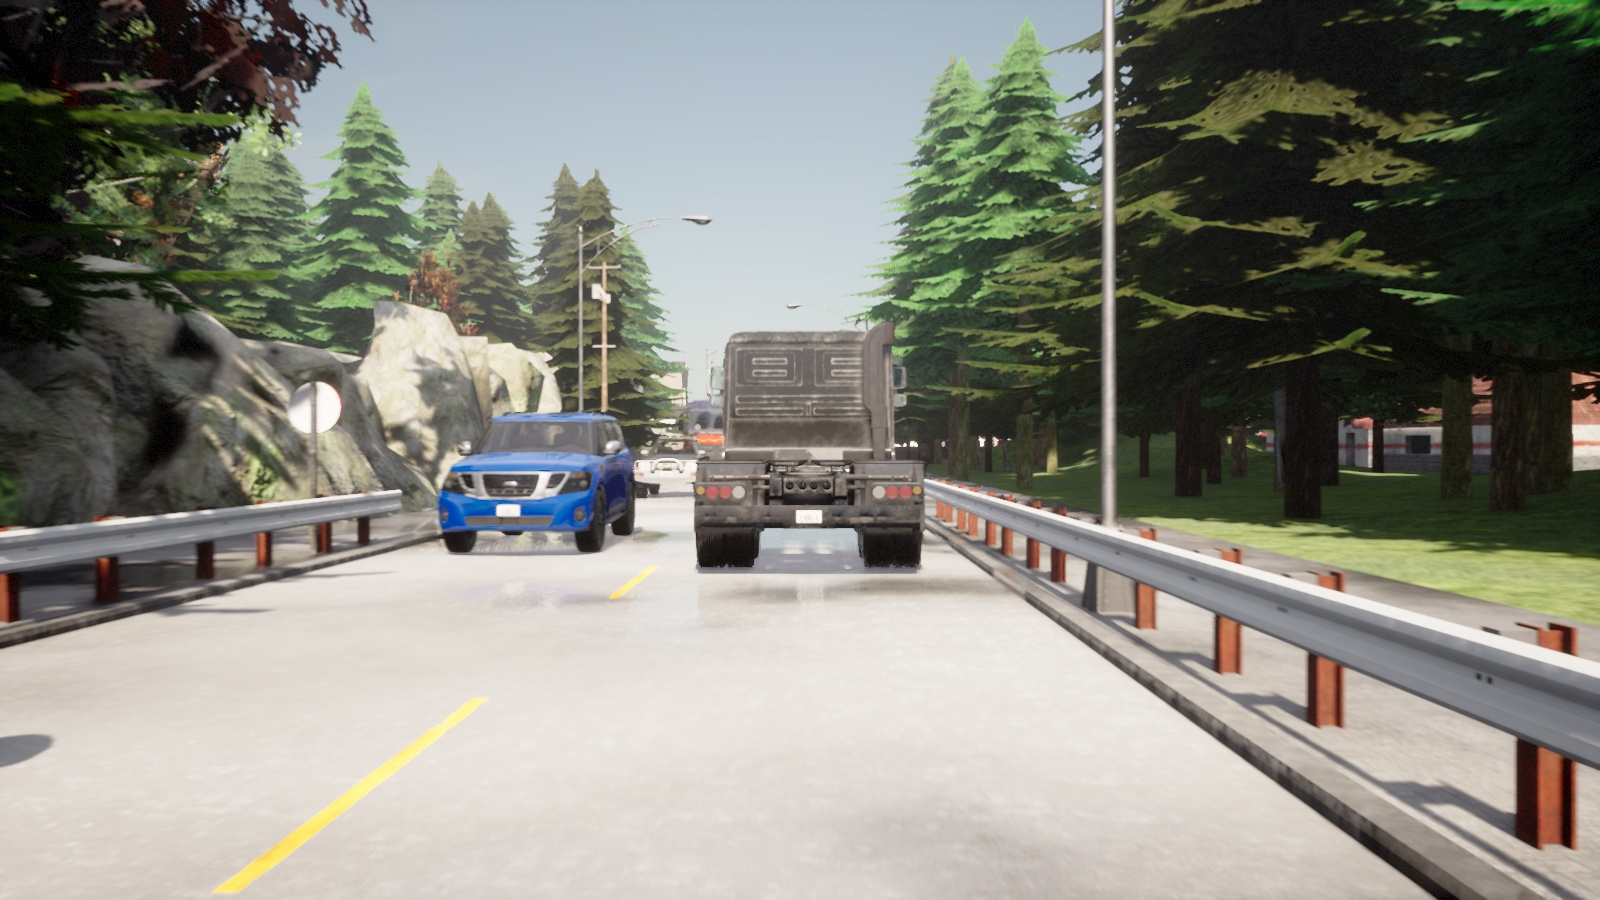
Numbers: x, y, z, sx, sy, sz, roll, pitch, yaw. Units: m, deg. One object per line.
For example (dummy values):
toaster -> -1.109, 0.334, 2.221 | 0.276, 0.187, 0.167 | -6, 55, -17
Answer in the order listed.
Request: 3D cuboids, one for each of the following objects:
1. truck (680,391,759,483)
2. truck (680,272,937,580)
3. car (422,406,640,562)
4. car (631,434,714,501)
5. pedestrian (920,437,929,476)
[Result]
truck -> -3.499, -0.572, 56.615 | 2.891, 3.827, 8.468 | 0, 0, 1
truck -> 0.124, -0.283, 18.089 | 2.891, 3.462, 7.936 | 0, 0, 0
car -> -3.879, 0.406, 19.265 | 2.150, 2.045, 5.566 | 0, 1, 0
car -> -3.695, 0.460, 37.002 | 1.932, 1.855, 4.605 | 0, 1, 1
pedestrian -> 5.793, 0.305, 58.471 | 0.328, 1.805, 0.869 | 0, 0, 2
